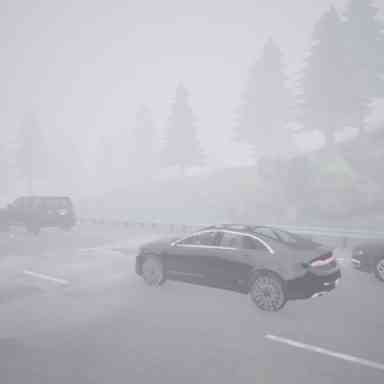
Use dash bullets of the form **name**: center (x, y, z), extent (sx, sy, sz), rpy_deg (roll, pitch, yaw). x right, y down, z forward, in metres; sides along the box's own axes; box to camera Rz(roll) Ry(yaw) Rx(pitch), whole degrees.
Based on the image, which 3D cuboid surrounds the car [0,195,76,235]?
- **car**: center (-8.949, 1.217, 18.978), extent (5.566, 2.045, 2.150), rpy_deg (0, 0, 36)

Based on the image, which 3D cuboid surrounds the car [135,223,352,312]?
- **car**: center (0.787, 1.490, 7.731), extent (4.902, 1.511, 2.128), rpy_deg (0, 0, 36)

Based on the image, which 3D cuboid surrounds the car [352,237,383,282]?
- **car**: center (6.506, 1.504, 7.949), extent (4.892, 1.490, 1.837), rpy_deg (0, 0, 36)
